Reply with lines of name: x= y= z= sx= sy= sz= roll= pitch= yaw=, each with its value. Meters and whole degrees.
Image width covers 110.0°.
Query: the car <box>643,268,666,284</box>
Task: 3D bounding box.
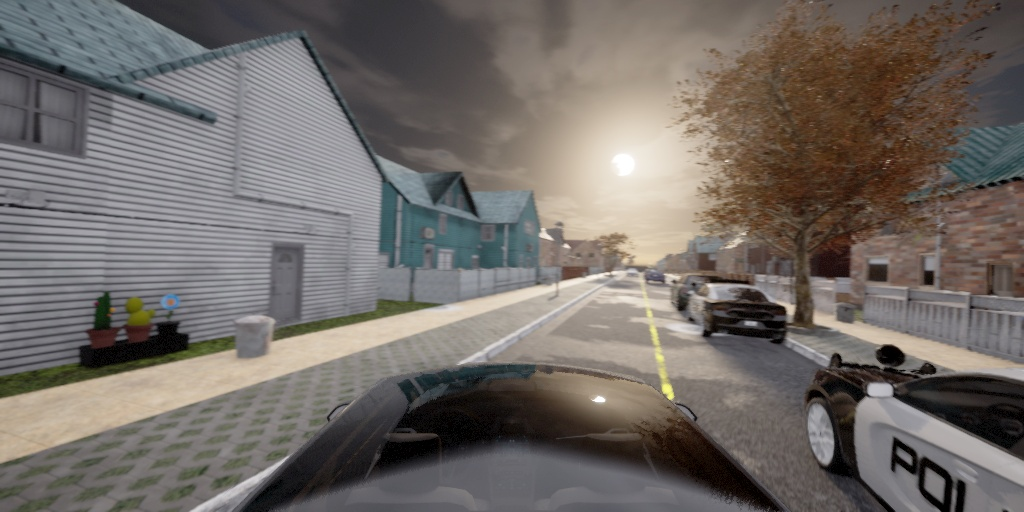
car: x=16.418 y=2.217 z=41.196 sx=2.097 sy=1.767 sz=4.553 roll=2 pitch=-1 yaw=20

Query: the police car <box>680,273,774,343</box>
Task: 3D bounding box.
police car: x=6.791 y=1.528 z=11.339 sx=1.930 sy=1.638 sz=5.238 roll=2 pitch=-1 yaw=19

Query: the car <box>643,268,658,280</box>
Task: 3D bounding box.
car: x=21.190 y=2.741 z=55.037 sx=1.882 sy=1.535 sz=5.008 roll=2 pitch=-1 yaw=19

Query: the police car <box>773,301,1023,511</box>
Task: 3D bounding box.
police car: x=3.491 y=1.308 z=1.902 sx=1.930 sy=1.638 sz=5.238 roll=2 pitch=-1 yaw=19

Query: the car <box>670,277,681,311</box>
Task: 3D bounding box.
car: x=8.727 y=1.583 z=16.871 sx=2.097 sy=1.767 sz=4.553 roll=2 pitch=-1 yaw=19
